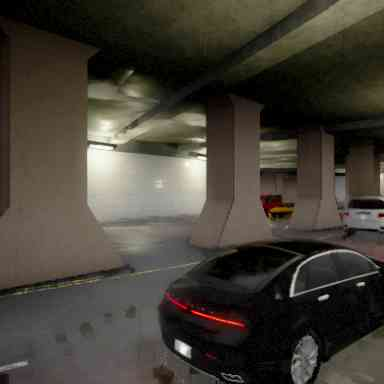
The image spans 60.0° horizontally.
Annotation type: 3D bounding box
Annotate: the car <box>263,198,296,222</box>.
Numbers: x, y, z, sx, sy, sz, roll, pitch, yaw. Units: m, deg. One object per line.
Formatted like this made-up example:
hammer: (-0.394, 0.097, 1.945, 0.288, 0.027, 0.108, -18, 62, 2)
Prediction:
car: (7.769, 1.477, 25.987, 1.882, 1.535, 5.008, 0, 0, 40)

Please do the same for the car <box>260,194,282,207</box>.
car: (6.400, 1.223, 29.780, 2.150, 2.045, 5.566, 0, 0, 39)

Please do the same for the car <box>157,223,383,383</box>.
car: (1.772, 1.506, 5.297, 4.892, 1.490, 1.837, 0, 0, -39)

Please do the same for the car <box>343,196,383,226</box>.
car: (9.831, 1.223, 17.492, 2.150, 2.045, 5.566, 0, 0, 43)
